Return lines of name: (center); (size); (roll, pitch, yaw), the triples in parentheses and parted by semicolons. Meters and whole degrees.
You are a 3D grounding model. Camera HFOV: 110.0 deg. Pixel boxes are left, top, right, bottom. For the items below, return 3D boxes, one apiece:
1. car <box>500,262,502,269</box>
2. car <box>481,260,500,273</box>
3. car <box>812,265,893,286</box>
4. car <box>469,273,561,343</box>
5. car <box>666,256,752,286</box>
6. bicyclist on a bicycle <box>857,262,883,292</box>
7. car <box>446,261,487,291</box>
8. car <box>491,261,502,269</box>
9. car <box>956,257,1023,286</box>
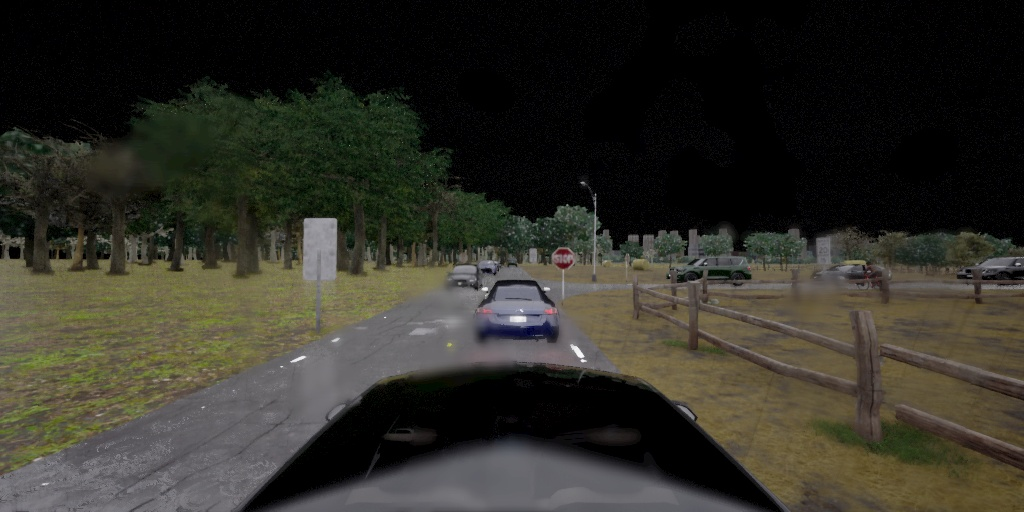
car: (-2.780, 1.400, 51.879); (1.882, 1.535, 5.008); (0, -1, 0)
car: (-2.785, 1.196, 39.761); (2.097, 1.767, 4.553); (0, 0, -1)
car: (24.465, 1.365, 25.854); (4.892, 1.490, 1.837); (0, -2, -1)
car: (0.114, 1.322, 9.663); (1.994, 1.385, 4.181); (0, 0, -1)
car: (14.126, 1.067, 25.820); (5.566, 2.045, 2.150); (0, -2, -1)
bicyclist on a bicycle: (19.931, 1.168, 19.865); (0.582, 1.620, 1.656); (0, 0, 0)
car: (-2.828, 1.282, 22.223); (1.837, 1.490, 4.892); (0, 0, 0)
car: (-2.756, 1.588, 64.886); (1.994, 1.385, 4.181); (0, 0, 0)
car: (35.852, 1.098, 25.885); (5.566, 2.045, 2.150); (0, -2, 1)
